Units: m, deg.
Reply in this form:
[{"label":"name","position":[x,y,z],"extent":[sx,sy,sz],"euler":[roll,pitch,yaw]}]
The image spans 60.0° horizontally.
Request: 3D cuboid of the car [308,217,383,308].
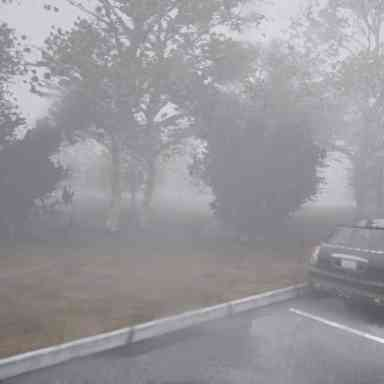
[{"label":"car","position":[4.725,1.389,7.429],"extent":[4.553,1.767,2.185],"euler":[0,0,-33]}]
